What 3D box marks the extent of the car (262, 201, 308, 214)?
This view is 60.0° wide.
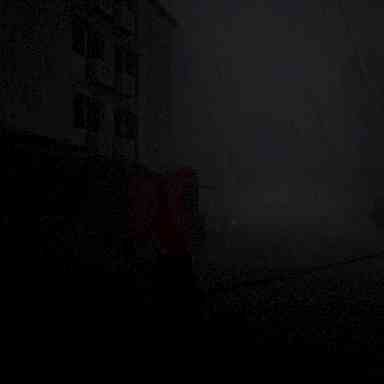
[{"bbox_3d":[9.822,1.607,35.351,1.895,1.301,4.718,0,0,-36],"label":"car"}]

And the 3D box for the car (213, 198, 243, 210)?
[{"bbox_3d":[4.520,1.532,42.774,1.812,1.442,4.674,0,0,-35],"label":"car"}]
